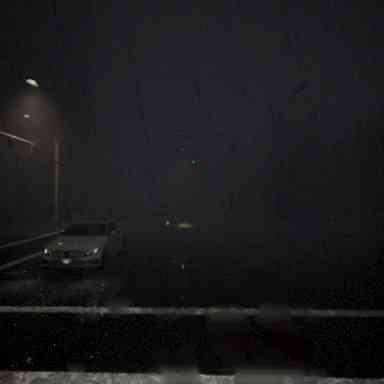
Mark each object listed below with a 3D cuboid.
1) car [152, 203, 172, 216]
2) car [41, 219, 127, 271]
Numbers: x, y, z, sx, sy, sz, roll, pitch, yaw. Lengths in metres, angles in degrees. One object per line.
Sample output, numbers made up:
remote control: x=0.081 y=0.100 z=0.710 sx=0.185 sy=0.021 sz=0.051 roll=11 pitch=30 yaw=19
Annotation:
car: x=-3.490 y=2.046 z=38.935 sx=1.812 sy=1.442 sz=4.674 roll=0 pitch=1 yaw=0
car: x=-3.502 y=1.690 z=11.602 sx=1.812 sy=1.442 sz=4.674 roll=0 pitch=-1 yaw=0
